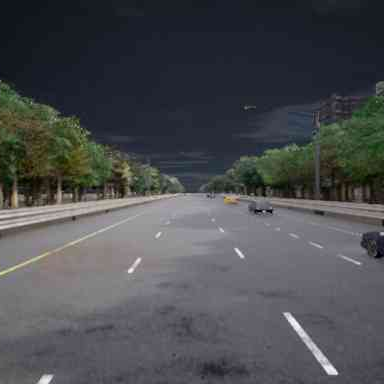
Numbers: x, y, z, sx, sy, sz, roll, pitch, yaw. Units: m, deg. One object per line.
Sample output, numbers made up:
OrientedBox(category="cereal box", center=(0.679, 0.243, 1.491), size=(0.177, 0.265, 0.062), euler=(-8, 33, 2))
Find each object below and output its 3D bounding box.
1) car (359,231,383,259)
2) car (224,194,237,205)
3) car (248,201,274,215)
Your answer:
OrientedBox(category="car", center=(6.997, 1.550, 9.602), size=(2.033, 1.411, 5.357), euler=(0, 0, 0))
OrientedBox(category="car", center=(6.996, 1.531, 60.600), size=(1.882, 1.535, 5.008), euler=(0, 0, 0))
OrientedBox(category="car", center=(6.986, 1.610, 34.359), size=(1.895, 1.301, 4.718), euler=(0, 0, 0))
